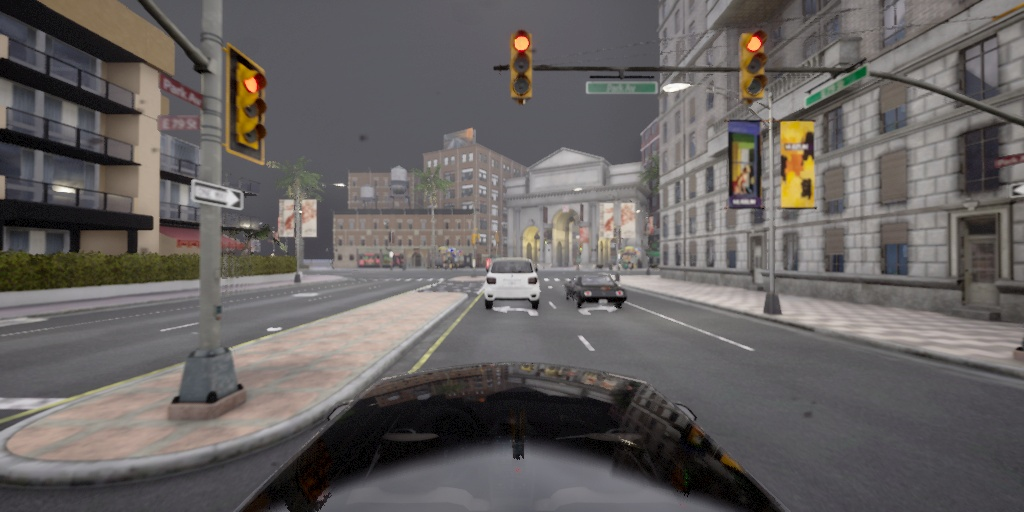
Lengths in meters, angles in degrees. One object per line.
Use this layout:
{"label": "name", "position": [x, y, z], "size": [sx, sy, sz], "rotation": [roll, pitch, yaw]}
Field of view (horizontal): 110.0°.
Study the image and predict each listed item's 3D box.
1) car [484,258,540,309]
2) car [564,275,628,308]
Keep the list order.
{"label": "car", "position": [0.002, 1.100, 15.881], "size": [2.150, 2.045, 5.566], "rotation": [0, 0, 0]}
{"label": "car", "position": [3.502, 1.485, 15.959], "size": [1.895, 1.301, 4.718], "rotation": [0, 0, 0]}
